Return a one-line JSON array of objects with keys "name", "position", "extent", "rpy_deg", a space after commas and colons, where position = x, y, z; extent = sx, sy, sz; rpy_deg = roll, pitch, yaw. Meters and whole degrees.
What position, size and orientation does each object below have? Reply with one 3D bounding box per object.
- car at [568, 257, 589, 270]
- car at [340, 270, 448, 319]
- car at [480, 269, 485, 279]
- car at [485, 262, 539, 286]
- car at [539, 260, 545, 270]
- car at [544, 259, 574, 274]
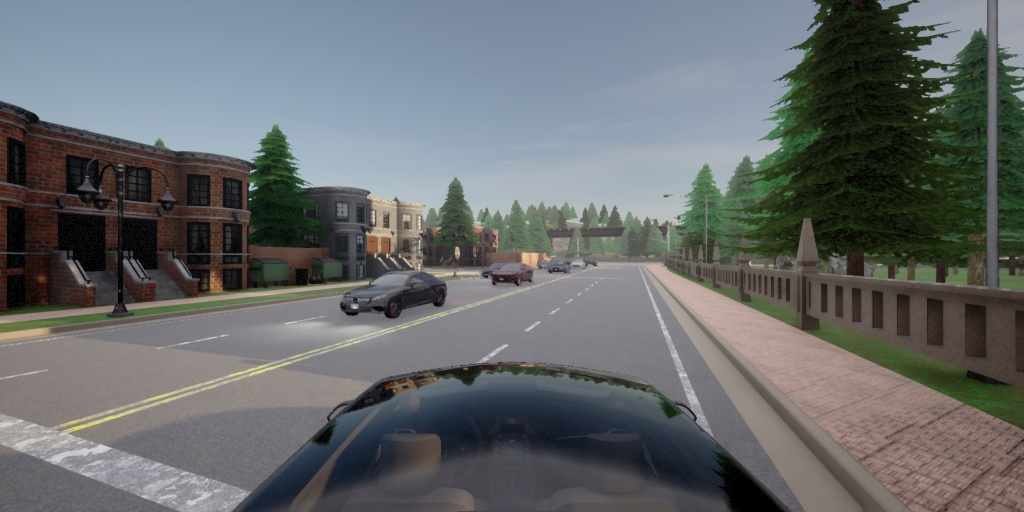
[{"name": "car", "position": [10.015, 1.276, 54.154], "extent": [1.812, 1.442, 4.674], "rpy_deg": [0, 0, 19]}, {"name": "car", "position": [-4.044, 1.276, 13.144], "extent": [1.812, 1.442, 4.674], "rpy_deg": [0, 0, 19]}, {"name": "car", "position": [-1.041, 1.297, 32.710], "extent": [2.033, 1.411, 5.357], "rpy_deg": [0, 0, 19]}, {"name": "car", "position": [0.140, 1.228, 25.360], "extent": [1.882, 1.535, 5.008], "rpy_deg": [0, 0, 19]}, {"name": "car", "position": [5.011, 1.241, 50.363], "extent": [2.128, 1.511, 4.902], "rpy_deg": [0, 0, 19]}, {"name": "car", "position": [5.364, 1.314, 40.605], "extent": [1.994, 1.385, 4.181], "rpy_deg": [0, 0, 19]}]
